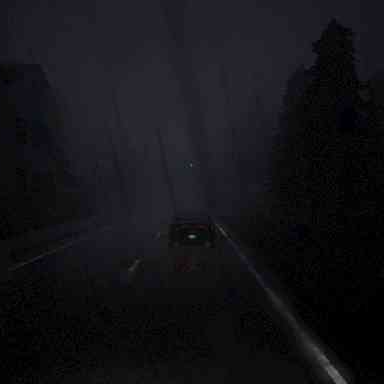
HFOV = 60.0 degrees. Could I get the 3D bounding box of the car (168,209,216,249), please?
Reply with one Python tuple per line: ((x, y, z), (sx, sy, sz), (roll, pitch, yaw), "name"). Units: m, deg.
((0.000, 1.484, 14.650), (1.882, 1.535, 5.008), (0, 0, 0), "car")
